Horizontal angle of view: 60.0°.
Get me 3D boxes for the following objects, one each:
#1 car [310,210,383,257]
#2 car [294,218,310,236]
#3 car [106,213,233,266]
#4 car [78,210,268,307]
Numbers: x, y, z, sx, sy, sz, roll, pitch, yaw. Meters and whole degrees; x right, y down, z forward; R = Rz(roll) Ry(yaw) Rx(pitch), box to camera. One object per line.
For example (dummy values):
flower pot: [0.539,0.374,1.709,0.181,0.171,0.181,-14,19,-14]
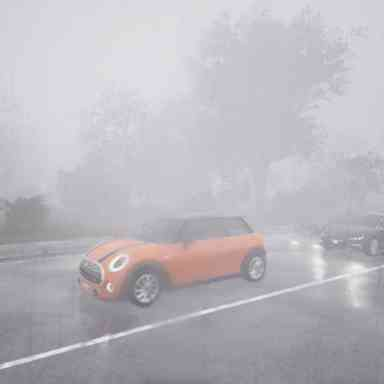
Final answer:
car: [7.132,1.593,13.356,4.892,1.490,1.837,1,-1,-35]
car: [7.934,1.718,18.221,5.357,1.411,2.033,2,-1,-35]
car: [-0.742,1.559,12.045,4.181,1.385,1.994,0,0,-35]
car: [-0.313,1.341,8.057,4.553,1.767,2.097,0,0,-35]
